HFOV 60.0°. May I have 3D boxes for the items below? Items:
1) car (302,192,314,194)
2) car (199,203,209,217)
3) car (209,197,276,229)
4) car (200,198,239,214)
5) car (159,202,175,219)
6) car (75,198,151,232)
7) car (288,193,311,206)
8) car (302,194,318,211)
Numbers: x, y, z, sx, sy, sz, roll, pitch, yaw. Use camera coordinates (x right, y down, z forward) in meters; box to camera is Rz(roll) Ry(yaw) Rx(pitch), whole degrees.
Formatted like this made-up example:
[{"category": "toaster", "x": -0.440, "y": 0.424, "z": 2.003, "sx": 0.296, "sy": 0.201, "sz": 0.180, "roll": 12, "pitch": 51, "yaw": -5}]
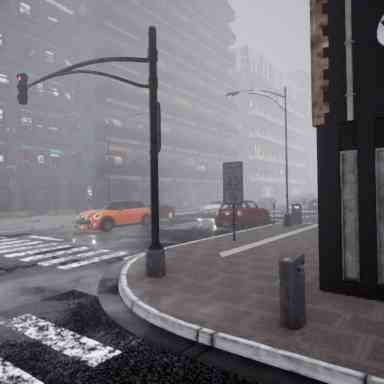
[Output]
[{"category": "car", "x": 19.554, "y": 0.931, "z": 56.743, "sx": 2.192, "sy": 1.841, "sz": 5.009, "roll": -1, "pitch": 0, "yaw": 36}, {"category": "car", "x": 2.466, "y": 1.343, "z": 28.882, "sx": 1.812, "sy": 1.442, "sz": 4.674, "roll": -1, "pitch": 0, "yaw": 36}, {"category": "car", "x": 3.079, "y": 1.200, "z": 19.695, "sx": 1.967, "sy": 1.590, "sz": 4.097, "roll": -1, "pitch": 0, "yaw": 36}, {"category": "car", "x": 2.885, "y": 1.384, "z": 33.848, "sx": 2.008, "sy": 1.369, "sz": 4.403, "roll": -1, "pitch": 0, "yaw": 36}, {"category": "car", "x": -3.136, "y": 1.458, "z": 25.735, "sx": 1.887, "sy": 1.381, "sz": 4.507, "roll": -1, "pitch": 0, "yaw": 36}, {"category": "car", "x": -4.484, "y": 1.262, "z": 19.350, "sx": 2.097, "sy": 1.767, "sz": 4.553, "roll": -1, "pitch": 0, "yaw": 36}, {"category": "car", "x": 14.394, "y": 1.224, "z": 45.154, "sx": 1.994, "sy": 1.385, "sz": 4.181, "roll": -1, "pitch": 0, "yaw": 37}, {"category": "car", "x": 12.993, "y": 1.196, "z": 33.494, "sx": 1.947, "sy": 1.339, "sz": 4.313, "roll": -1, "pitch": 0, "yaw": 36}]
